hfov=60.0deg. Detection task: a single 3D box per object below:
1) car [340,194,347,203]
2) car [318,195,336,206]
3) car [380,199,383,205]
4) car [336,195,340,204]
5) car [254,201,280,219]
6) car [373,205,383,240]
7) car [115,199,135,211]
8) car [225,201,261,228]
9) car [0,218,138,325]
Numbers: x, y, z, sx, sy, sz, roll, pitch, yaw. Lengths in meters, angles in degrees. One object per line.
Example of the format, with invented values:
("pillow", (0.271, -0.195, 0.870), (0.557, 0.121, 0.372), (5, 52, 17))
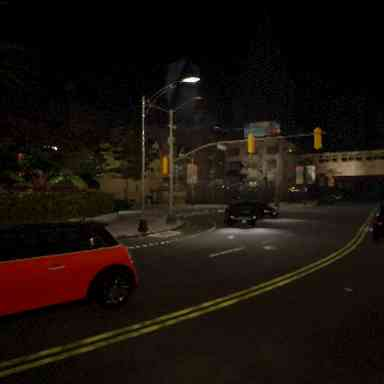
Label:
("car", (32.147, 1.617, 73.796), (2.231, 1.521, 4.892), (0, 0, 40))
("car", (23.572, 1.593, 58.885), (2.097, 1.535, 5.008), (0, 0, 30))
("car", (19.485, 1.271, 32.033), (2.150, 2.045, 5.566), (0, 0, 30))
("car", (26.689, 1.476, 64.505), (2.185, 1.767, 4.553), (0, 0, 30))
("car", (5.883, 1.575, 30.129), (1.837, 1.490, 4.892), (2, -1, -27))
("car", (10.215, 1.589, 16.543), (1.994, 1.385, 4.181), (0, 0, 32))
("car", (-9.584, 1.635, 42.640), (4.892, 1.490, 1.837), (1, 1, 30))
("car", (3.290, 1.582, 23.050), (1.812, 1.442, 4.674), (0, 0, 1))
("car", (-3.367, 1.376, 6.144), (4.553, 1.767, 2.097), (0, 0, -39))
